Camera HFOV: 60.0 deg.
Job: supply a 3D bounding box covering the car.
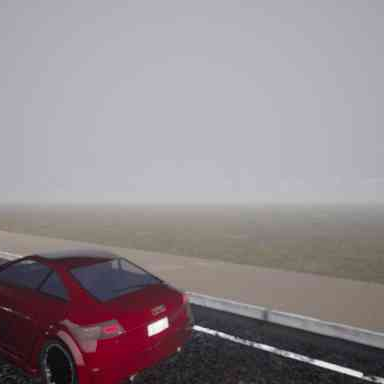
[{"bbox_3d":[-2.032,1.569,5.137,4.181,1.385,1.994,0,0,36],"label":"car"}]
